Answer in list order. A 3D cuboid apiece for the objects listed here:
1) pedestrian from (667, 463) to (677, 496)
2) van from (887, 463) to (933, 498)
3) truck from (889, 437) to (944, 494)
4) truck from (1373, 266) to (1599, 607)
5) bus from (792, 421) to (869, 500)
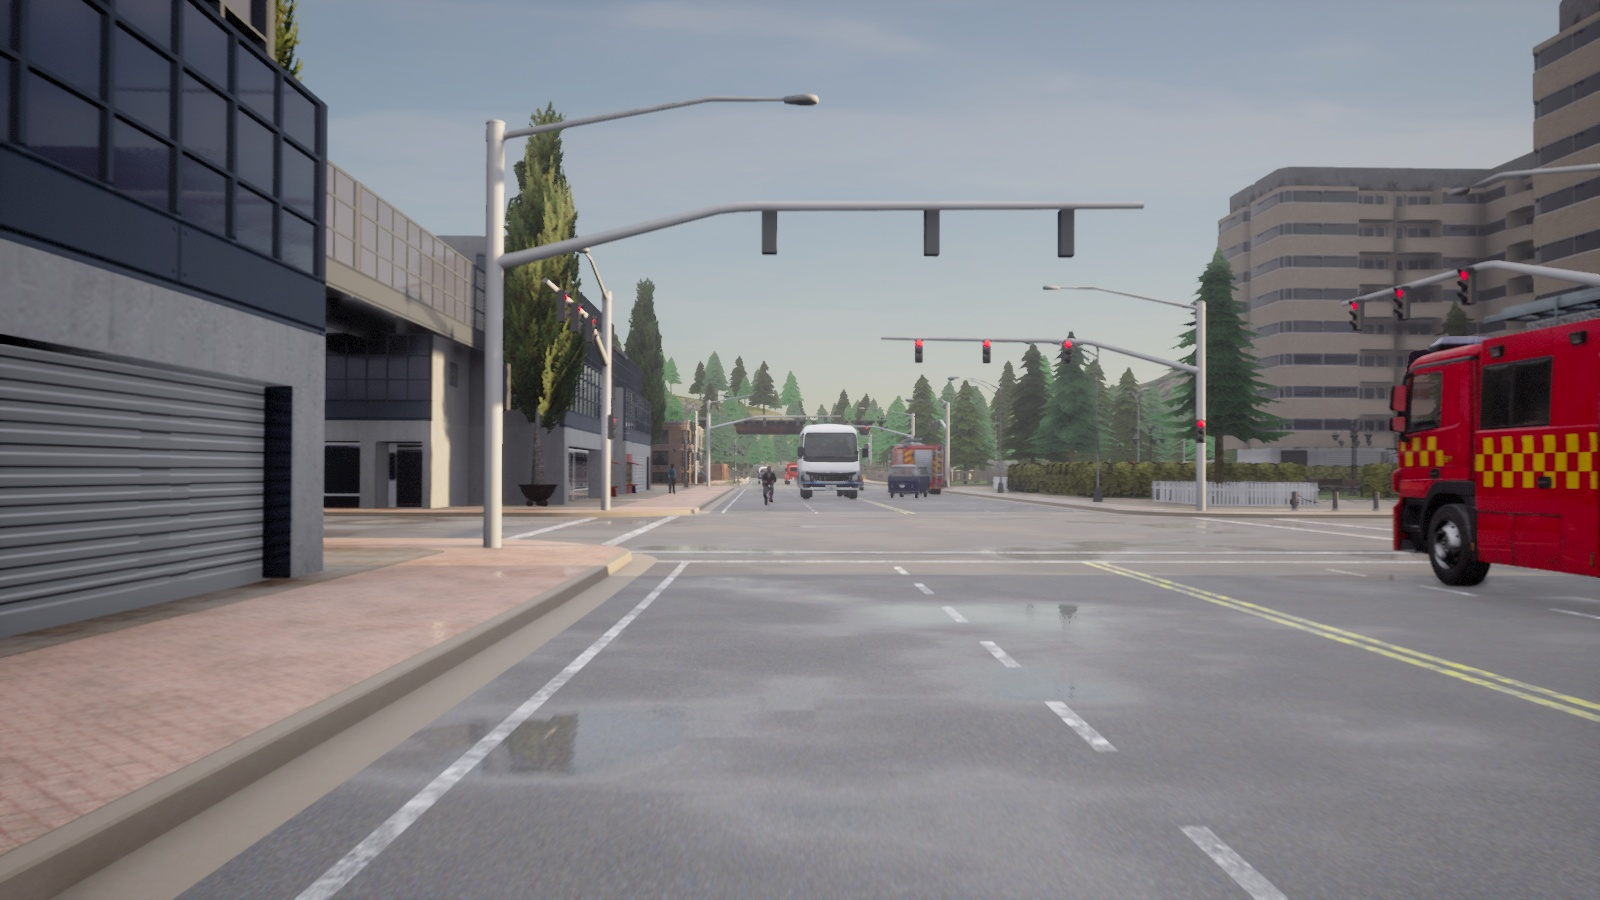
[{"bbox_3d":[-7.481,1.735,73.588,0.396,1.930,0.692,0,-1,13],"label":"pedestrian"},{"bbox_3d":[6.508,1.781,74.003,1.775,1.987,4.442,-1,-1,17],"label":"van"},{"bbox_3d":[8.166,1.106,88.914,2.891,3.827,8.468,0,-1,-2],"label":"truck"},{"bbox_3d":[10.424,-0.135,15.339,2.891,3.827,8.468,0,-1,-1],"label":"truck"},{"bbox_3d":[1.606,0.662,73.490,3.944,4.253,10.273,0,-1,-2],"label":"bus"}]
